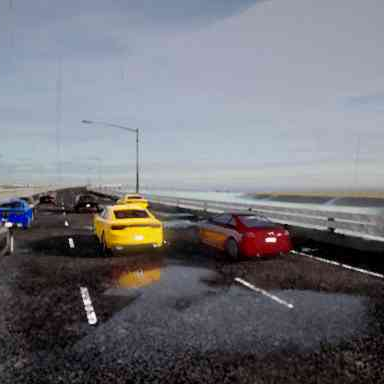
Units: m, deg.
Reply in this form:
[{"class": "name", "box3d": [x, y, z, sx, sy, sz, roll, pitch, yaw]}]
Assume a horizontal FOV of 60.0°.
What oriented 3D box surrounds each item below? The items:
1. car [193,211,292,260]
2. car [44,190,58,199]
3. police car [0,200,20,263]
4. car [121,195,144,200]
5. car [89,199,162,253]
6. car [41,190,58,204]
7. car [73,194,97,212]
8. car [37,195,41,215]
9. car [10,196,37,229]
[{"class": "car", "box3d": [1.582, 1.362, 11.754, 1.994, 1.385, 4.181, 0, 1, -22]}, {"class": "car", "box3d": [-24.301, 0.428, 57.493, 2.128, 1.511, 4.902, 0, 1, -21]}, {"class": "police car", "box3d": [-6.134, 1.256, 9.072, 1.930, 1.638, 5.238, 0, 1, -22]}, {"class": "car", "box3d": [-5.184, 0.971, 28.437, 1.882, 1.535, 5.008, 0, 1, -22]}, {"class": "car", "box3d": [-2.612, 1.251, 12.760, 1.882, 1.535, 5.008, 0, 1, -22]}, {"class": "car", "box3d": [-18.296, 0.715, 42.164, 2.128, 1.511, 4.902, 0, 1, -21]}, {"class": "car", "box3d": [-9.529, 0.937, 29.872, 1.882, 1.535, 5.008, 0, 1, -22]}, {"class": "car", "box3d": [-12.099, 1.068, 23.774, 1.837, 1.490, 4.892, 0, 1, -22]}, {"class": "car", "box3d": [-9.856, 1.143, 18.218, 1.882, 1.535, 5.008, 0, 1, -22]}]
